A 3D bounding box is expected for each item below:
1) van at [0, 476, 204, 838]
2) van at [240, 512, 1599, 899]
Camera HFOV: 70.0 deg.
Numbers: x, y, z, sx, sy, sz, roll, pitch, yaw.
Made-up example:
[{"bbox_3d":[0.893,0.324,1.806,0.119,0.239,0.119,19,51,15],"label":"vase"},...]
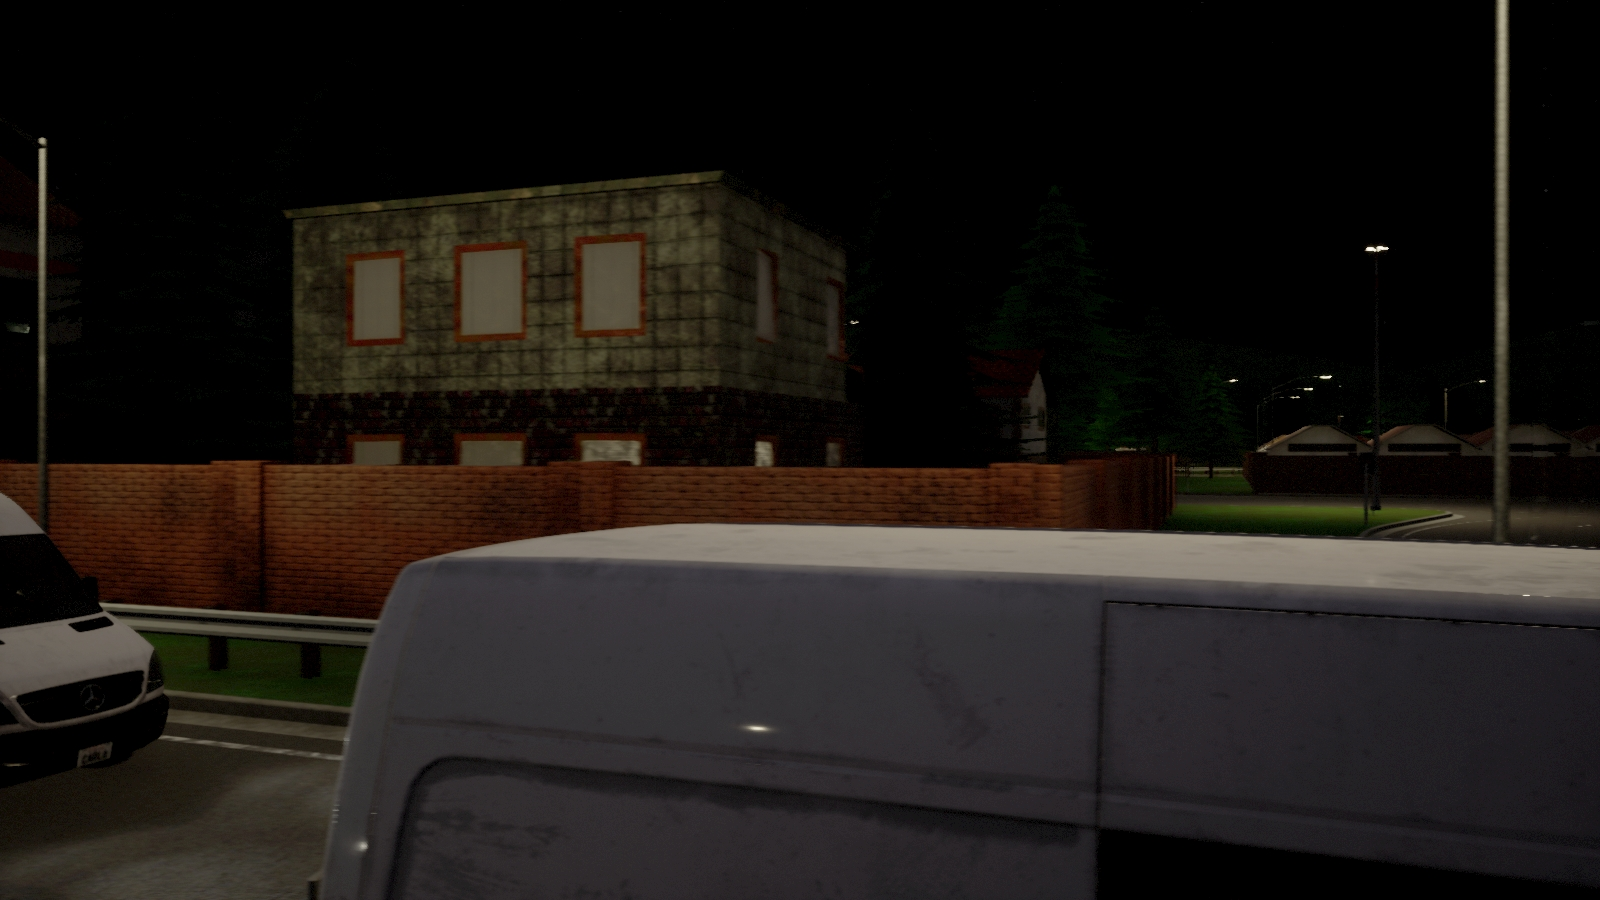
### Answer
[{"bbox_3d":[-8.308,1.527,10.015,5.915,2.561,1.988,0,0,20],"label":"van"},{"bbox_3d":[1.791,1.534,2.641,5.915,2.561,1.988,0,0,20],"label":"van"}]
